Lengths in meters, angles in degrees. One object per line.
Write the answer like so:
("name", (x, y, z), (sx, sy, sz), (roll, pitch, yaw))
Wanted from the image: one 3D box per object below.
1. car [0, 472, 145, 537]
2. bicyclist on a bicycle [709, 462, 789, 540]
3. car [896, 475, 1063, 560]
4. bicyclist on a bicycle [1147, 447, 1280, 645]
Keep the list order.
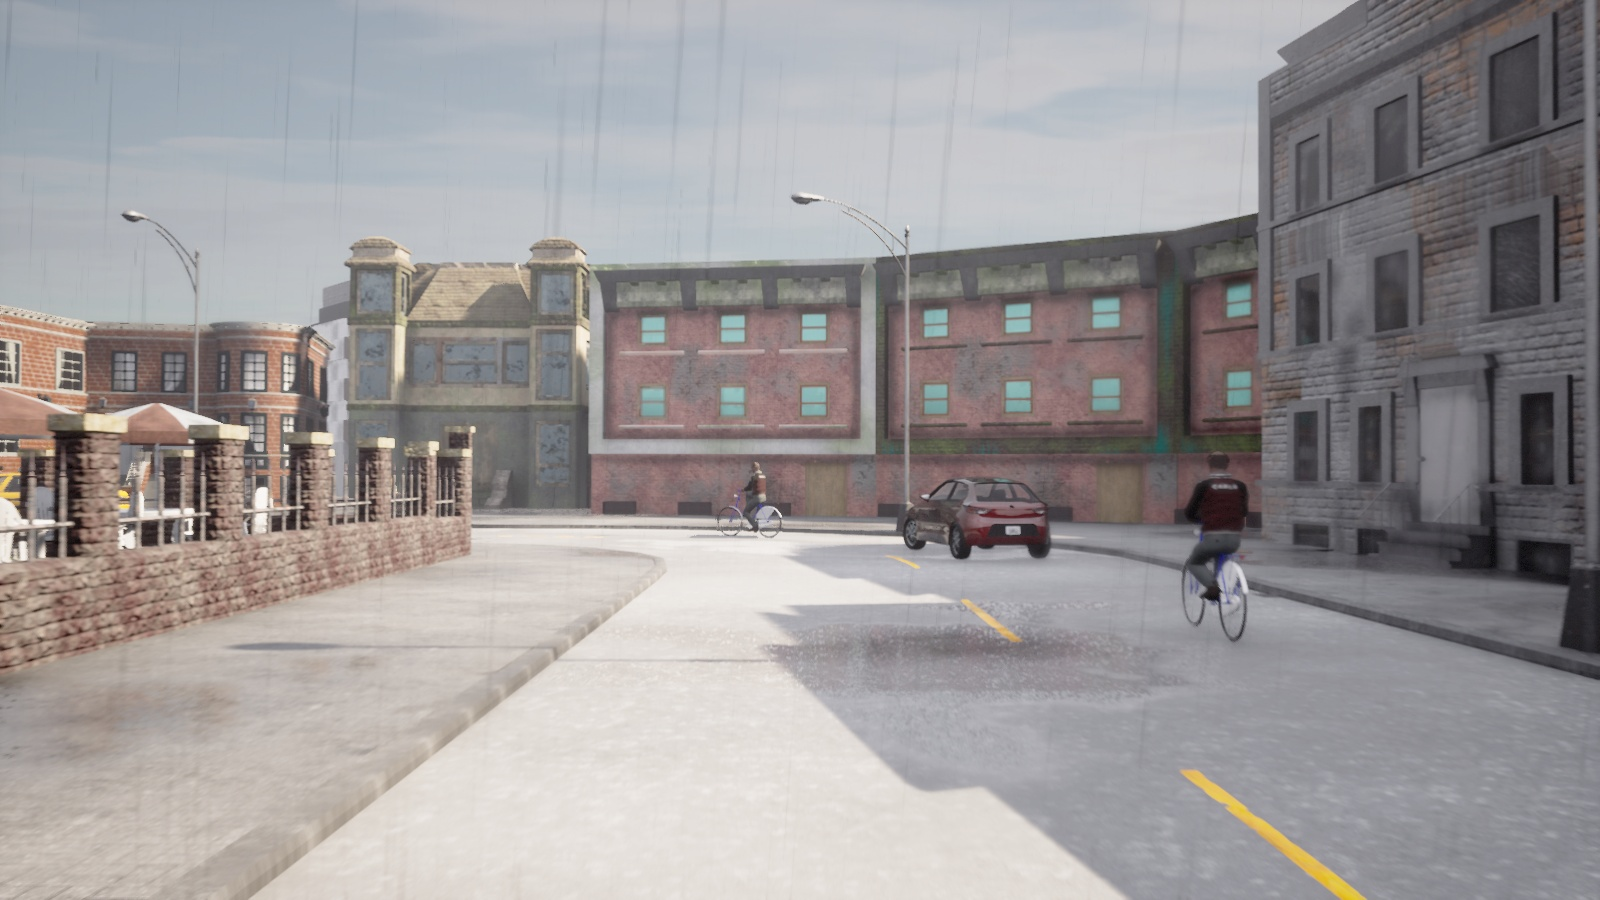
("car", (-19.580, 1.359, 31.506), (5.366, 1.575, 1.801), (0, -1, 0))
("bicyclist on a bicycle", (-1.202, 1.187, 29.581), (1.843, 1.776, 0.659), (-1, -1, 34))
("car", (3.319, 1.220, 24.099), (1.816, 1.474, 4.193), (0, -1, -12))
("bicyclist on a bicycle", (3.970, 0.874, 12.202), (0.659, 1.776, 1.843), (0, -1, 0))
